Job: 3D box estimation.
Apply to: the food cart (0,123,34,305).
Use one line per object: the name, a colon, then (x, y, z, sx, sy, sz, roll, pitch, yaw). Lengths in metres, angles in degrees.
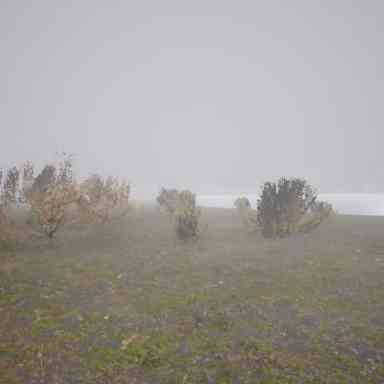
food cart: (-5.974, 0.469, 7.443, 4.660, 3.560, 2.280, -1, 0, 34)
